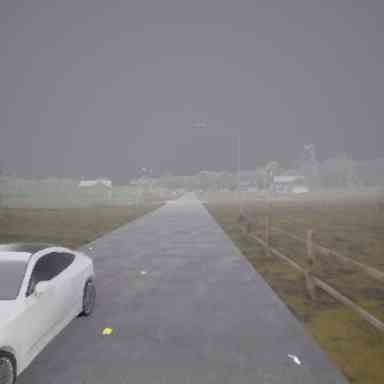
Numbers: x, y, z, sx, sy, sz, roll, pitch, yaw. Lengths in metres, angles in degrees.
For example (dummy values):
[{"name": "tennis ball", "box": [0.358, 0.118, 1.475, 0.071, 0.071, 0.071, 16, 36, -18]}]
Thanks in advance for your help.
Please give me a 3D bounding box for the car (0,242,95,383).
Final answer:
[{"name": "car", "box": [-2.789, 1.550, 4.831, 1.812, 1.442, 4.674, 0, 0, 0]}]
